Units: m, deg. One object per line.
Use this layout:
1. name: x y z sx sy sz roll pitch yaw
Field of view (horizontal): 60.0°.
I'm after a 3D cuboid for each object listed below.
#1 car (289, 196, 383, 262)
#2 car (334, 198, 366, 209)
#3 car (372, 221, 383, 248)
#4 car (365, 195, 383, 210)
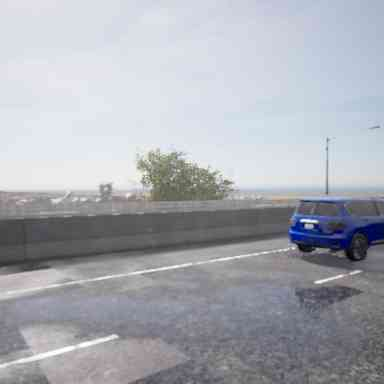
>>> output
1. car: 5.990 1.204 12.332 5.566 2.045 2.150 0 0 -35
2. car: 21.475 1.529 45.066 4.718 1.301 1.895 0 0 -35
3. car: 6.916 1.512 8.710 4.674 1.442 1.812 0 0 -34
4. car: 24.491 1.277 42.913 4.553 1.767 2.097 0 0 -35
